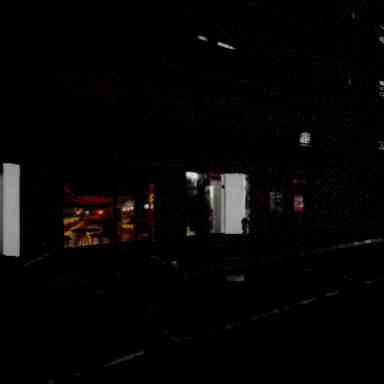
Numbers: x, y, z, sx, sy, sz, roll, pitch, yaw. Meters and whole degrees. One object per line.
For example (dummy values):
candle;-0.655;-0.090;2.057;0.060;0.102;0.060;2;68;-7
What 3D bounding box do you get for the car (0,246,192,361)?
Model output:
car;-1.936;1.570;5.185;4.206;1.307;1.802;0;0;-35
